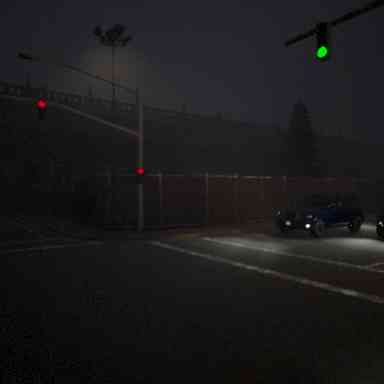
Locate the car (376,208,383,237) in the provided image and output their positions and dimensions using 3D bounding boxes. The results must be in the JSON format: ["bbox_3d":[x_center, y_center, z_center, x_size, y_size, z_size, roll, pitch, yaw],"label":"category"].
[{"bbox_3d":[10.690,1.402,15.896,4.674,1.442,1.812,0,0,-35],"label":"car"}]

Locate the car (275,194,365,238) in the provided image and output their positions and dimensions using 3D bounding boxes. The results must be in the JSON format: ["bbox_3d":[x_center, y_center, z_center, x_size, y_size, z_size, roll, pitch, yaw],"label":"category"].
[{"bbox_3d":[6.830,1.113,17.449,5.566,2.045,2.150,0,0,-35],"label":"car"}]
